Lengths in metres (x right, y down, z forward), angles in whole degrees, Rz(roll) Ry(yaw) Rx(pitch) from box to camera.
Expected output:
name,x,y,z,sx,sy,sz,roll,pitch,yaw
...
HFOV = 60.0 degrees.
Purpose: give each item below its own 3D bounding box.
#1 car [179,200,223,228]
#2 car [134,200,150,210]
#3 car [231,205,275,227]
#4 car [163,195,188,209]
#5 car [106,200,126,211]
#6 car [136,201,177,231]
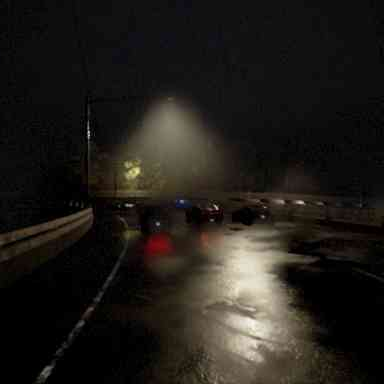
name,x,y,z,sx,sy,sz,roll,pitch,yaw
car,0.761,1.571,23.245,2.128,1.511,4.902,0,0,-12
car,-6.322,1.752,44.487,1.994,1.385,4.181,0,0,-24
car,4.233,1.627,23.765,1.994,1.385,4.181,0,0,-13
car,-2.281,1.389,44.117,2.150,2.045,5.566,0,0,-23
car,-10.217,1.771,44.592,1.994,1.385,4.181,0,0,-25
car,-2.450,1.595,21.598,1.837,1.490,4.892,0,0,-12
